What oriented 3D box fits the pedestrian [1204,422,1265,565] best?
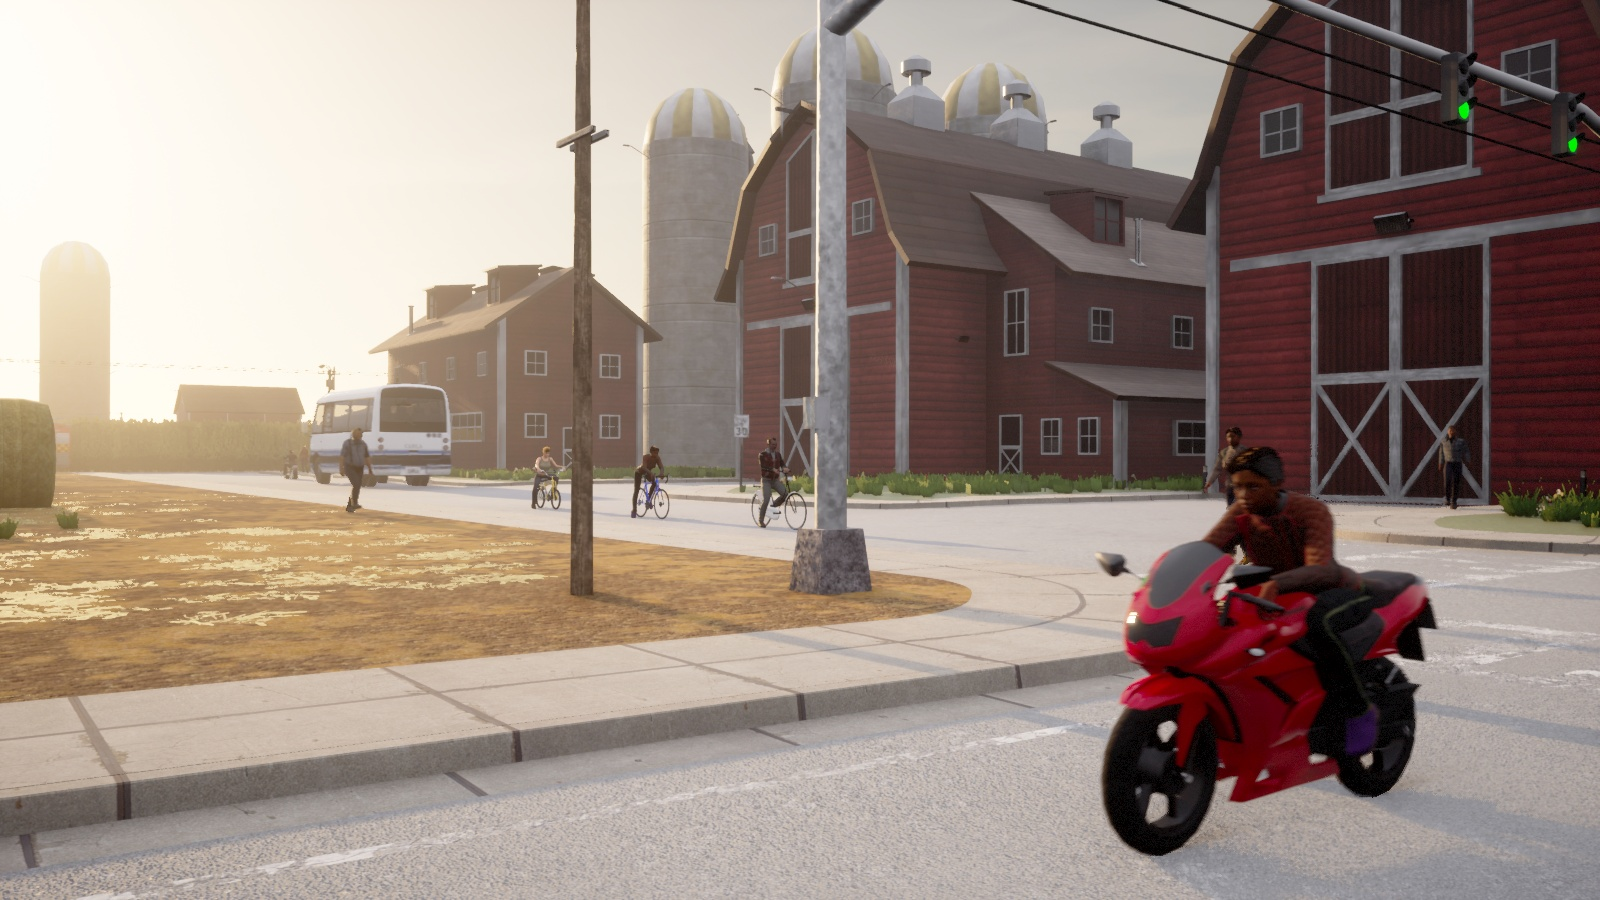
[{"bbox_3d":[5.604,0.548,16.183,0.869,1.805,0.328,0,0,-39],"label":"pedestrian"}]

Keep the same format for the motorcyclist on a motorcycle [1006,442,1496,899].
[{"bbox_3d":[1.842,0.735,4.990,2.044,1.523,0.797,0,0,-35],"label":"motorcyclist on a motorcycle"}]

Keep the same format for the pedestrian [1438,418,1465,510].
[{"bbox_3d":[14.072,0.293,27.121,0.423,1.949,0.788,0,0,35],"label":"pedestrian"}]

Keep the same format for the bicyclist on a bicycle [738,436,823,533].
[{"bbox_3d":[-0.399,0.641,24.027,0.659,1.776,1.843,-1,0,-36],"label":"bicyclist on a bicycle"}]

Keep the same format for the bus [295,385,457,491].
[{"bbox_3d":[-18.978,-0.483,55.679,3.944,4.253,10.273,0,0,-36],"label":"bus"}]

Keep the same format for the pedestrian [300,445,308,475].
[{"bbox_3d":[-31.031,0.638,78.571,0.331,1.846,0.636,0,0,-37],"label":"pedestrian"}]

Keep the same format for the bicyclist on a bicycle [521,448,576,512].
[{"bbox_3d":[-6.515,0.748,32.483,0.866,1.612,1.509,0,0,-36],"label":"bicyclist on a bicycle"}]

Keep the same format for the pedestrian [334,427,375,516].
[{"bbox_3d":[-9.395,0.455,26.480,0.694,1.848,0.540,0,0,41],"label":"pedestrian"}]

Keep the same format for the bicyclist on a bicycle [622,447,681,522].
[{"bbox_3d":[-3.331,0.747,28.083,0.582,1.620,1.656,0,0,-36],"label":"bicyclist on a bicycle"}]

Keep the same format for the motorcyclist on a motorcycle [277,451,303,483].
[{"bbox_3d":[-27.288,0.891,67.164,0.766,1.649,2.350,0,0,-36],"label":"motorcyclist on a motorcycle"}]
